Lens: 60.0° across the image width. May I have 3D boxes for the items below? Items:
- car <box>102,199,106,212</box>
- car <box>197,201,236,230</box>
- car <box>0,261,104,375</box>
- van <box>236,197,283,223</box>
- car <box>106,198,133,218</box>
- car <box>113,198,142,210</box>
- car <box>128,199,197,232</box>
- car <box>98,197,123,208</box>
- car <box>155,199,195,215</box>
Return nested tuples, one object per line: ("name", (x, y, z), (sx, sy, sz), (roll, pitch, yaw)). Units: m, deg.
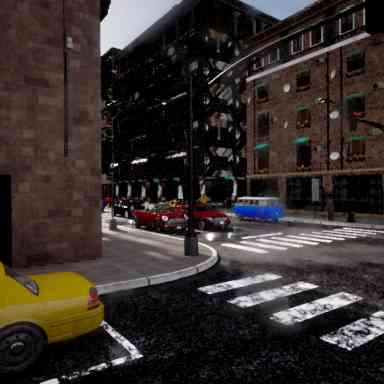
("car", (-11.903, 1.182, 38.205), (2.150, 2.045, 5.566), (-1, 0, -36))
("car", (0.416, 1.508, 21.261), (1.812, 1.442, 4.674), (-1, 0, -34))
("car", (-3.574, 1.525, 4.015), (4.829, 1.417, 1.752), (0, 0, -36))
("van", (4.904, 1.280, 24.931), (1.690, 1.788, 3.998), (0, 0, -36))
("car", (-5.630, 1.473, 29.566), (1.837, 1.490, 4.892), (-1, 0, -36))
("car", (-8.417, 1.463, 43.244), (1.887, 1.381, 4.507), (-1, 0, -36))
("car", (-1.883, 1.441, 20.016), (1.967, 1.590, 4.097), (0, 0, -36))
("car", (-11.748, 1.463, 47.822), (1.887, 1.381, 4.507), (-1, 0, -36))
("car", (-1.857, 1.449, 34.225), (1.752, 1.417, 4.829), (0, 0, -36))
